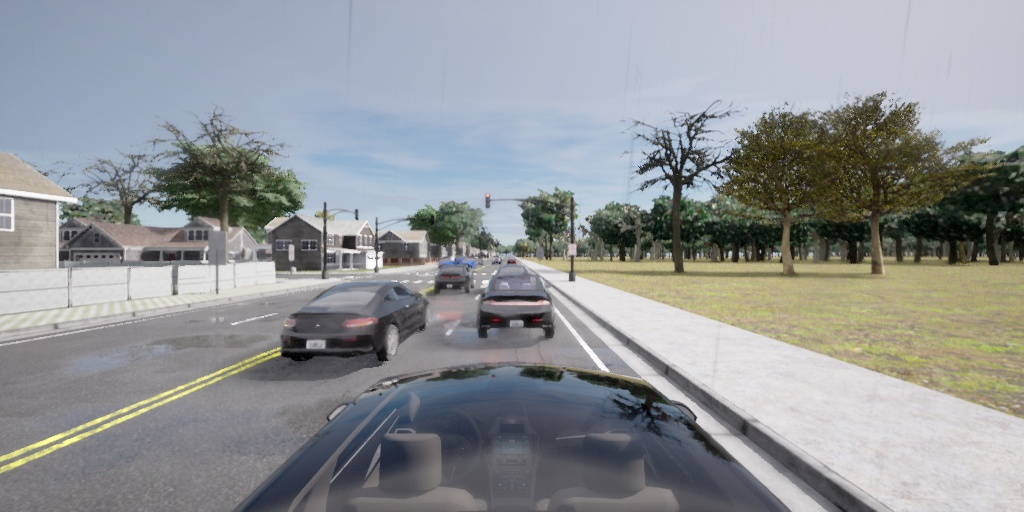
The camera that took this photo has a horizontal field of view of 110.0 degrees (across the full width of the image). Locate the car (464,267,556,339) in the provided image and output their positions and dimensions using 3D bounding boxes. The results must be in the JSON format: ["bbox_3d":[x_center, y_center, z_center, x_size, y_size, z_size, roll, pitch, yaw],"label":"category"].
[{"bbox_3d":[0.095,1.234,10.084,2.128,1.511,4.902,0,0,0],"label":"car"}]

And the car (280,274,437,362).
[{"bbox_3d":[-3.154,1.270,8.085,1.812,1.442,4.674,0,0,0],"label":"car"}]

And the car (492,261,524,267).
[{"bbox_3d":[0.030,1.211,19.540,1.882,1.535,5.008,0,0,0],"label":"car"}]

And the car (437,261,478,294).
[{"bbox_3d":[-3.153,1.237,20.208,1.837,1.490,4.892,0,0,-1],"label":"car"}]

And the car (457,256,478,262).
[{"bbox_3d":[-6.625,1.164,53.888,1.882,1.535,5.008,0,0,0],"label":"car"}]

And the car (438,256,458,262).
[{"bbox_3d":[-9.879,1.164,53.825,1.882,1.535,5.008,0,0,0],"label":"car"}]
